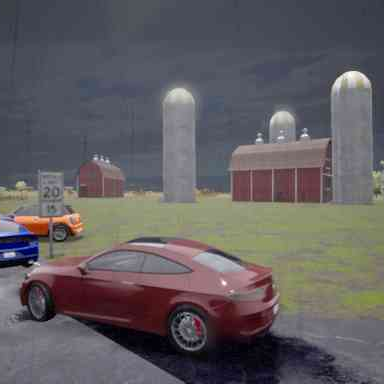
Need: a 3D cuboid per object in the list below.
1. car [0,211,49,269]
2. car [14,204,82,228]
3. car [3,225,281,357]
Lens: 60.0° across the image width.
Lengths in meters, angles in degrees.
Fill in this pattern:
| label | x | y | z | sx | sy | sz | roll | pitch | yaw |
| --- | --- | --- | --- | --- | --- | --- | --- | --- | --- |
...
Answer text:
| label | x | y | z | sx | sy | sz | roll | pitch | yaw |
| --- | --- | --- | --- | --- | --- | --- | --- | --- | --- |
| car | -6.552 | 1.481 | 10.343 | 5.008 | 1.535 | 1.882 | 0 | 0 | 43 |
| car | -7.711 | 1.372 | 15.993 | 4.553 | 1.767 | 2.097 | 0 | 0 | -5 |
| car | -0.852 | 1.529 | 5.860 | 4.674 | 1.442 | 1.812 | 0 | 0 | 24 |
